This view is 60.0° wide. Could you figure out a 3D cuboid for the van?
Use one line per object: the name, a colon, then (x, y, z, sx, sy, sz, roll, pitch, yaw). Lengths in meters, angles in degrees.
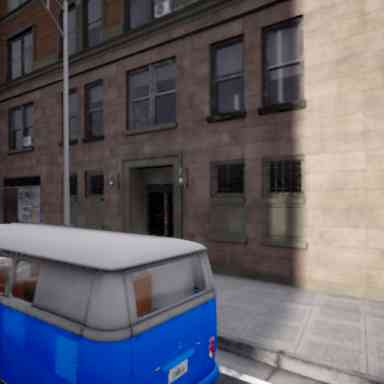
van: (-1.627, 1.346, 4.020, 3.998, 1.788, 1.690, 0, -1, 36)
